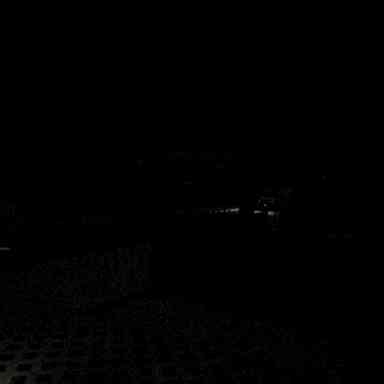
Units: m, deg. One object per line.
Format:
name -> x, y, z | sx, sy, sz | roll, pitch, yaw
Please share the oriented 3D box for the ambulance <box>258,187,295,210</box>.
ambulance -> 9.630, 0.706, 38.009 | 2.351, 2.431, 6.366 | 2, 2, 35
